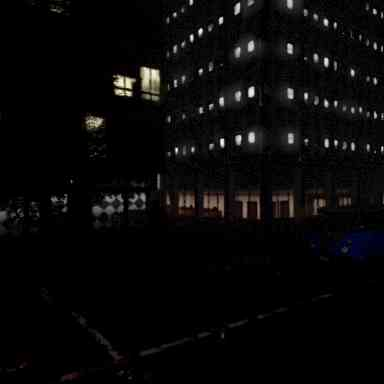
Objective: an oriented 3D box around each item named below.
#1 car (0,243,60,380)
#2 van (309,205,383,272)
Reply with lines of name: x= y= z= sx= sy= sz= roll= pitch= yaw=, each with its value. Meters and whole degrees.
car: x=-3.838 y=1.443 z=3.834 sx=4.097 sy=1.590 sz=1.967 roll=0 pitch=0 yaw=-35
van: x=5.347 y=1.321 z=10.386 sx=3.998 sy=1.788 sz=1.690 roll=0 pitch=0 yaw=-35
